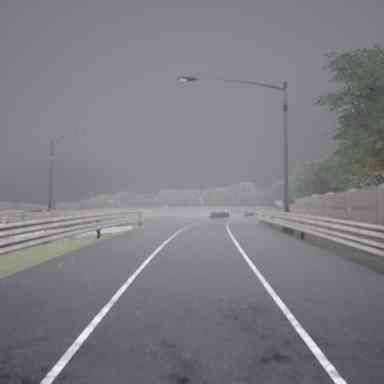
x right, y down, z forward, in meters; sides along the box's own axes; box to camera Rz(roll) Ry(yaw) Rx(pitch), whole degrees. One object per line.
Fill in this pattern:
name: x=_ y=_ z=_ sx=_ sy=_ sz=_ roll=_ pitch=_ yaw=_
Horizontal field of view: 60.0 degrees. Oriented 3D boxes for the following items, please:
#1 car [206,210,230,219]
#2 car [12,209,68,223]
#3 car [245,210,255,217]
car: x=4.716 y=3.751 z=55.430 sx=1.882 sy=1.535 sz=5.008 roll=-1 pitch=-3 yaw=28
car: x=-13.757 y=2.355 z=30.495 sx=1.837 sy=1.490 sz=4.892 roll=-2 pitch=-4 yaw=45
car: x=13.152 y=4.861 z=75.281 sx=1.882 sy=1.535 sz=5.008 roll=-1 pitch=-3 yaw=15
